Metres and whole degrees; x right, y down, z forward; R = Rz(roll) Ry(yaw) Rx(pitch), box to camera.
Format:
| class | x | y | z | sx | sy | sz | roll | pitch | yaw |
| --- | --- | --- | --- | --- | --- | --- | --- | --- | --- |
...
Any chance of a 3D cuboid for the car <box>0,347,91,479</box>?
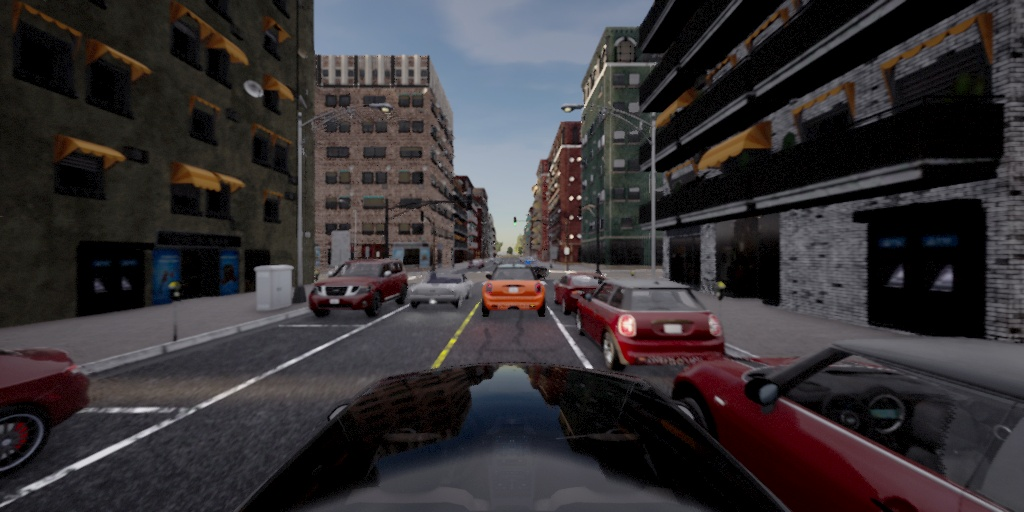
| class | x | y | z | sx | sy | sz | roll | pitch | yaw |
| --- | --- | --- | --- | --- | --- | --- | --- | --- | --- |
| car | -5.315 | 1.331 | 2.062 | 1.802 | 1.307 | 4.207 | 0 | 0 | 0 |

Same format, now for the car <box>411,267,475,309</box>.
| class | x | y | z | sx | sy | sz | roll | pitch | yaw |
| --- | --- | --- | --- | --- | --- | --- | --- | --- | --- |
| car | -2.811 | 1.320 | 14.935 | 1.895 | 1.301 | 4.718 | 0 | 0 | 0 |

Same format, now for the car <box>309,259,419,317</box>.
| class | x | y | z | sx | sy | sz | roll | pitch | yaw |
| --- | --- | --- | --- | --- | --- | --- | --- | --- | --- |
| car | -5.315 | 1.038 | 13.251 | 2.192 | 1.841 | 5.009 | 0 | 0 | 0 |

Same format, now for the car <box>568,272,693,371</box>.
| class | x | y | z | sx | sy | sz | roll | pitch | yaw |
| --- | --- | --- | --- | --- | --- | --- | --- | --- | --- |
| car | 2.566 | 1.176 | 7.656 | 1.967 | 1.591 | 4.097 | 0 | 0 | 0 |

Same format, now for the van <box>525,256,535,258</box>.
| class | x | y | z | sx | sy | sz | roll | pitch | yaw |
| --- | --- | --- | --- | --- | --- | --- | --- | --- | --- |
| van | 2.569 | 0.966 | 51.293 | 1.690 | 1.789 | 3.998 | 0 | 0 | 0 |

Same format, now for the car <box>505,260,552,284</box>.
| class | x | y | z | sx | sy | sz | roll | pitch | yaw |
| --- | --- | --- | --- | --- | --- | --- | --- | --- | --- |
| car | 1.406 | 1.162 | 27.330 | 2.128 | 1.511 | 4.902 | -1 | 0 | 21 |

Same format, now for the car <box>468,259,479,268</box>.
| class | x | y | z | sx | sy | sz | roll | pitch | yaw |
| --- | --- | --- | --- | --- | --- | --- | --- | --- | --- |
| car | -5.278 | 1.207 | 51.455 | 1.802 | 1.307 | 4.207 | 0 | 0 | 0 |

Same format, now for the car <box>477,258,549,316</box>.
| class | x | y | z | sx | sy | sz | roll | pitch | yaw |
| --- | --- | --- | --- | --- | --- | --- | --- | --- | --- |
| car | 0.068 | 1.075 | 13.421 | 2.097 | 1.767 | 4.553 | 0 | 0 | 0 |

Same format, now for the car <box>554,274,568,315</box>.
| class | x | y | z | sx | sy | sz | roll | pitch | yaw |
| --- | --- | --- | --- | --- | --- | --- | --- | --- | --- |
| car | 2.566 | 1.268 | 13.250 | 1.888 | 1.381 | 4.507 | 0 | 0 | 0 |

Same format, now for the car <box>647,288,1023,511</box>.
| class | x | y | z | sx | sy | sz | roll | pitch | yaw |
| --- | --- | --- | --- | --- | --- | --- | --- | --- | --- |
| car | 2.565 | 1.189 | 2.061 | 1.967 | 1.591 | 4.097 | 0 | 0 | 0 |
